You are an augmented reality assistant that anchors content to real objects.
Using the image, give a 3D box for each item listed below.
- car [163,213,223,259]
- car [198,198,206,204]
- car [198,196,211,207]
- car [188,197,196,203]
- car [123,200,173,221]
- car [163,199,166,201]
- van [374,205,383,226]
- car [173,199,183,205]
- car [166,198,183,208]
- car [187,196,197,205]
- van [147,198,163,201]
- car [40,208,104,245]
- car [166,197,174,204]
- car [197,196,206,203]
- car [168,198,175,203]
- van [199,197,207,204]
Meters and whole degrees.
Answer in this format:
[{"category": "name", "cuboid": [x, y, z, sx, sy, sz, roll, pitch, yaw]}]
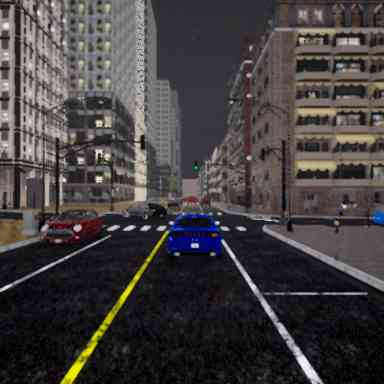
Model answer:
[{"category": "car", "cuboid": [0.099, 1.593, 13.116, 1.882, 1.535, 5.008, 0, -1, 0]}, {"category": "car", "cuboid": [2.676, 2.348, 87.496, 2.008, 1.369, 4.403, 0, -1, 0]}, {"category": "car", "cuboid": [2.679, 1.903, 65.297, 2.192, 1.841, 5.009, 0, -1, 0]}, {"category": "car", "cuboid": [-0.012, 2.178, 88.142, 2.128, 1.511, 4.902, 0, -1, 0]}, {"category": "car", "cuboid": [-4.299, 1.716, 29.841, 4.892, 1.490, 1.837, 1, -3, 45]}, {"category": "car", "cuboid": [-5.702, 2.163, 70.673, 1.752, 1.417, 4.829, 0, -1, 0]}, {"category": "van", "cuboid": [16.926, 1.941, 26.902, 3.998, 1.788, 1.690, 1, -2, 0]}, {"category": "car", "cuboid": [-3.010, 2.218, 73.689, 1.994, 1.385, 4.181, 0, -1, 0]}, {"category": "car", "cuboid": [-3.054, 2.122, 58.156, 1.895, 1.301, 4.718, 0, -1, 1]}, {"category": "car", "cuboid": [-0.008, 1.922, 77.752, 2.150, 2.045, 5.566, 0, -1, 0]}, {"category": "van", "cuboid": [-5.699, 1.773, 48.642, 1.690, 1.788, 3.998, 0, -1, 0]}, {"category": "car", "cuboid": [-5.694, 1.582, 16.168, 1.967, 1.590, 4.097, 0, -1, 0]}, {"category": "car", "cuboid": [-5.705, 2.237, 87.495, 1.967, 1.590, 4.097, 0, -1, 0]}, {"category": "car", "cuboid": [2.674, 2.166, 93.050, 2.192, 1.841, 5.009, 0, -1, 0]}, {"category": "car", "cuboid": [-5.706, 2.374, 92.875, 1.752, 1.417, 4.829, 0, -1, 0]}, {"category": "van", "cuboid": [2.676, 2.086, 81.948, 1.690, 1.788, 3.998, 0, -1, 0]}]
